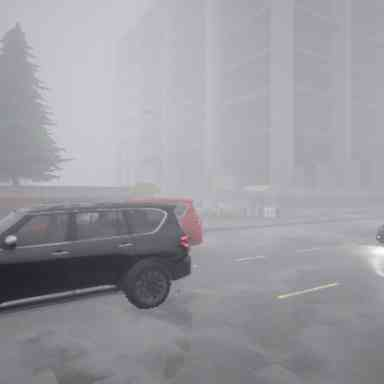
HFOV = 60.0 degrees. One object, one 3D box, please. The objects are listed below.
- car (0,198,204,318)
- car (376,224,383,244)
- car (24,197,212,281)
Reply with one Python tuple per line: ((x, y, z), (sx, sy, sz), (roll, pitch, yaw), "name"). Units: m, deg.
((-2.643, 1.220, 6.424), (5.566, 2.045, 2.150), (0, 0, -32), "car")
((9.805, 1.564, 14.260), (4.181, 1.385, 1.994), (0, 0, -32), "car")
((-2.248, 1.221, 10.812), (5.566, 2.045, 2.150), (0, 0, -32), "car")
